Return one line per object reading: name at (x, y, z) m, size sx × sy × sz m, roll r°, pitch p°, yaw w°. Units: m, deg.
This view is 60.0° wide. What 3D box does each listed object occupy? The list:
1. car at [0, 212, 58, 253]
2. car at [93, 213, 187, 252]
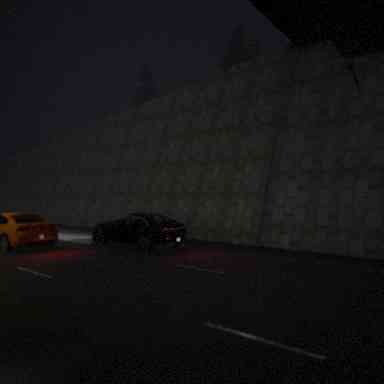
car at (-7.865, 1.625, 14.643) m, size 5.008 × 1.535 × 1.882 m, roll 0°, pitch -1°, yaw 38°
car at (-2.450, 1.685, 14.843) m, size 4.902 × 1.511 × 2.128 m, roll 0°, pitch -1°, yaw 38°
